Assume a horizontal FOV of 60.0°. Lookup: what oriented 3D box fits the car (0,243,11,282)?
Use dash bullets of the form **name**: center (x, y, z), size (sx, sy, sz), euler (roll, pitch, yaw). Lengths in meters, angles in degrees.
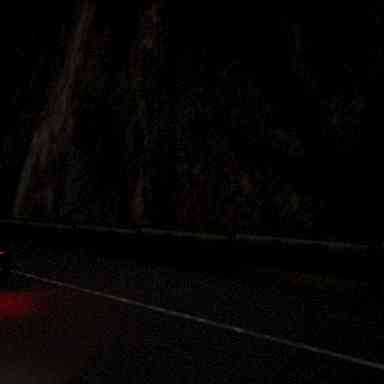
- **car**: center (-6.603, 1.588, 8.689), size (4.892, 1.490, 1.837), euler (0, 0, 36)
